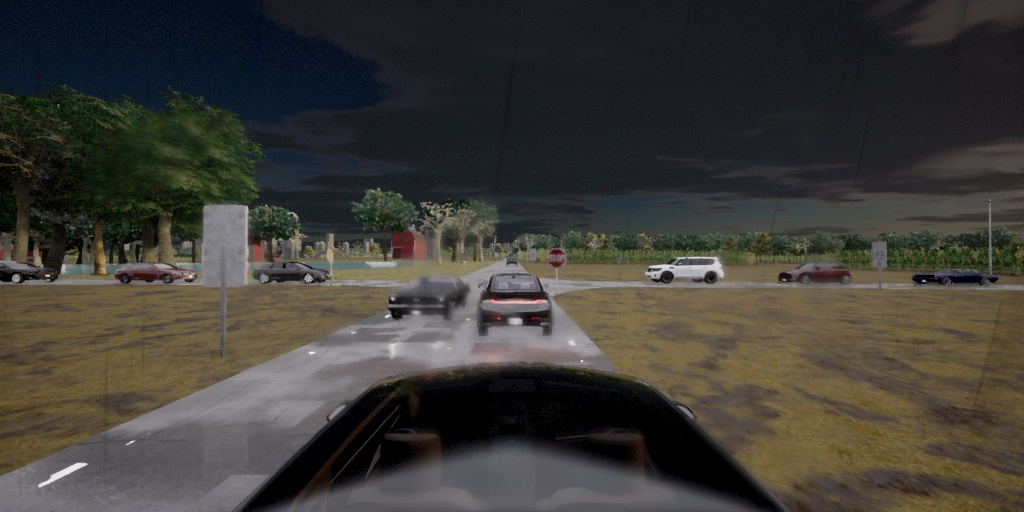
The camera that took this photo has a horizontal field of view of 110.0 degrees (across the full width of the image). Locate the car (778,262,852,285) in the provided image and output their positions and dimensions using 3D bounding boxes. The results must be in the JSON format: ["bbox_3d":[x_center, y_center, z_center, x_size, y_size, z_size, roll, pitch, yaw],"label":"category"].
[{"bbox_3d":[23.337,1.290,27.768,4.553,1.767,2.097,1,-1,0],"label":"car"}]

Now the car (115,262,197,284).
[{"bbox_3d":[-24.574,1.151,24.801,4.674,1.442,1.812,0,-1,0],"label":"car"}]

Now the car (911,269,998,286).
[{"bbox_3d":[34.119,1.631,27.759,4.718,1.301,1.895,0,-1,0],"label":"car"}]

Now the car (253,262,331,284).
[{"bbox_3d":[-15.129,1.165,24.869,4.892,1.490,1.837,0,-1,-2],"label":"car"}]

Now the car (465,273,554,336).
[{"bbox_3d":[0.059,1.243,10.360,2.128,1.511,4.902,0,0,-1],"label":"car"}]

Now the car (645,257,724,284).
[{"bbox_3d":[13.339,1.085,27.793,5.566,2.045,2.150,0,-1,1],"label":"car"}]

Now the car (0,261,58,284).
[{"bbox_3d":[-34.631,1.085,24.808,5.008,1.535,1.882,0,-1,0],"label":"car"}]

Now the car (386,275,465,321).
[{"bbox_3d":[-2.714,1.352,12.657,1.895,1.301,4.718,0,0,2],"label":"car"}]
